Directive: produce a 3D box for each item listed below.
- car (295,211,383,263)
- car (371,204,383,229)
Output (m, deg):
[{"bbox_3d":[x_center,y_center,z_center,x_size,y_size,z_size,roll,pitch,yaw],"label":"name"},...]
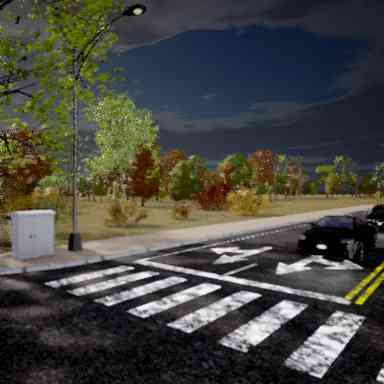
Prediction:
[{"bbox_3d":[5.396,1.573,12.220,1.994,1.385,4.181,0,0,39],"label":"car"},{"bbox_3d":[11.917,1.519,20.321,1.837,1.490,4.892,0,0,39],"label":"car"}]
